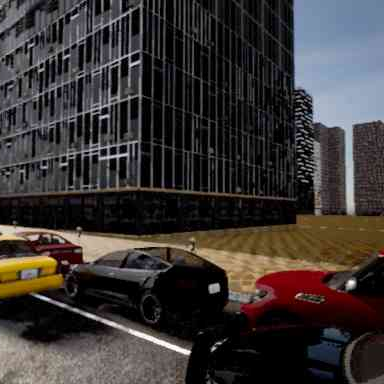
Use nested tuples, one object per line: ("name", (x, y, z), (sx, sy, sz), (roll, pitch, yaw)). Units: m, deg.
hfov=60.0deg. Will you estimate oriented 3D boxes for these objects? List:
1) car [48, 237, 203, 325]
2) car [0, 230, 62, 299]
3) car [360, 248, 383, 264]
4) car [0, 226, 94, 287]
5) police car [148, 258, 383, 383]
("car", (-1.188, 1.904, 7.657), (4.313, 1.339, 1.947), (-1, -4, 39))
("car", (-5.471, 1.771, 8.775), (5.366, 1.575, 1.801), (-1, -3, 39))
("car", (3.097, 1.570, 4.180), (5.009, 1.841, 2.192), (-1, -4, 39))
("car", (-5.467, 1.967, 11.150), (4.507, 1.381, 1.887), (-1, -4, 39))
("police car", (2.303, 1.582, 2.284), (5.238, 1.638, 1.930), (-1, -3, 36))
